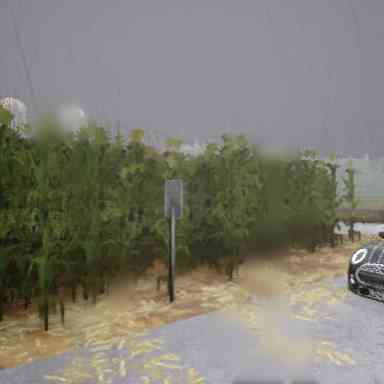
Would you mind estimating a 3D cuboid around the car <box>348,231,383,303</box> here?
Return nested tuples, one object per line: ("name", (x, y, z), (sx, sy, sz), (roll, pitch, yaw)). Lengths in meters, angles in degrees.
("car", (5.400, 1.297, 7.213), (4.553, 1.767, 2.097), (0, 0, -35))
